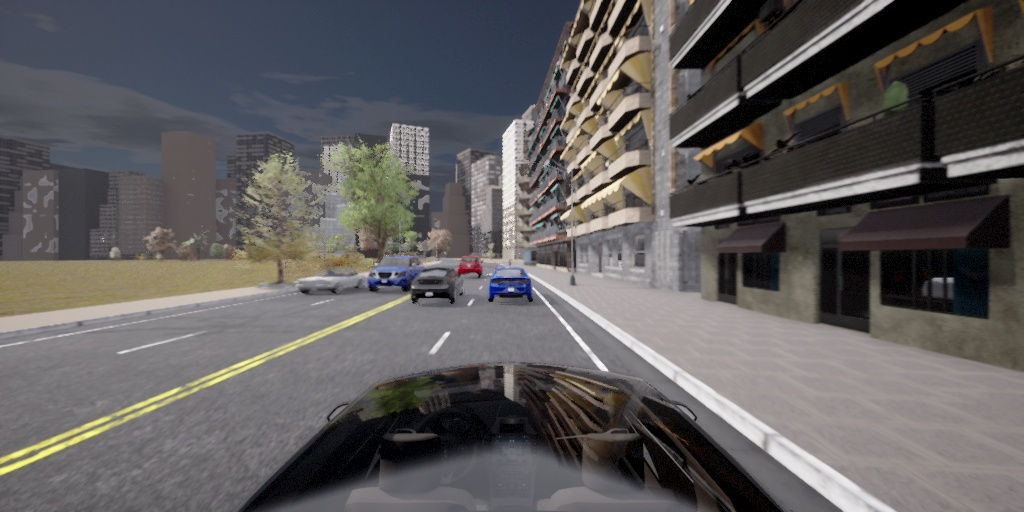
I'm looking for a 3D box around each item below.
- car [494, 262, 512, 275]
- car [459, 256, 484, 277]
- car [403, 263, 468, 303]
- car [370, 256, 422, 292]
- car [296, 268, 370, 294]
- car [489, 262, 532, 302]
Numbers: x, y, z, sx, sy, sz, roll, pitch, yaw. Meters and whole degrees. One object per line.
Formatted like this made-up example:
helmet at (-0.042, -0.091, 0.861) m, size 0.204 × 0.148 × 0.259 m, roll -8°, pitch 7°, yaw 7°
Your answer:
car at (-1.043, 1.370, 40.468) m, size 1.895 × 1.301 × 4.718 m, roll 0°, pitch 0°, yaw -3°
car at (-4.030, 0.996, 35.310) m, size 2.150 × 2.045 × 5.566 m, roll 0°, pitch 0°, yaw -3°
car at (-3.348, 1.267, 16.690) m, size 1.837 × 1.490 × 4.892 m, roll 0°, pitch 0°, yaw -1°
car at (-6.818, 0.993, 21.712) m, size 2.150 × 2.045 × 5.566 m, roll 0°, pitch 0°, yaw -1°
car at (-10.045, 1.376, 20.322) m, size 1.895 × 1.301 × 4.718 m, roll 0°, pitch 0°, yaw -1°
car at (-0.098, 1.233, 17.252) m, size 1.882 × 1.535 × 5.008 m, roll 0°, pitch 0°, yaw -1°
